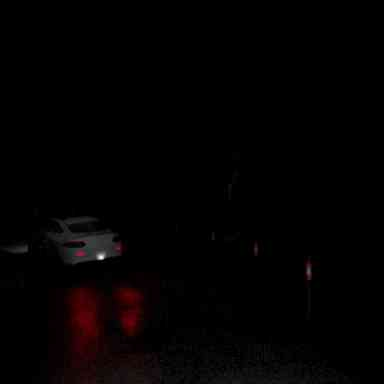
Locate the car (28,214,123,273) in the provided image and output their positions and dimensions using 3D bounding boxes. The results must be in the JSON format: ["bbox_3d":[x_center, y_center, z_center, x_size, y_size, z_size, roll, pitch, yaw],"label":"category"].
[{"bbox_3d":[-3.827,1.455,10.659,1.812,1.442,4.674,-3,3,-38],"label":"car"}]
